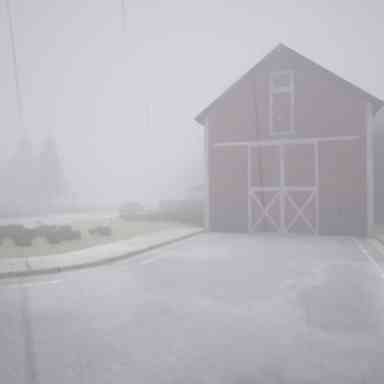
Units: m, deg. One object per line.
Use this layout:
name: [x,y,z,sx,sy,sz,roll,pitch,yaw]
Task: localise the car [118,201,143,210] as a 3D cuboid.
car: [-7.546,1.929,41.382,1.816,1.474,4.193,-7,-2,16]
